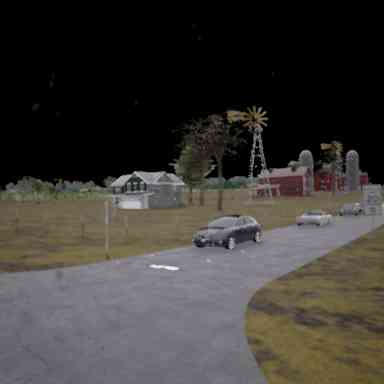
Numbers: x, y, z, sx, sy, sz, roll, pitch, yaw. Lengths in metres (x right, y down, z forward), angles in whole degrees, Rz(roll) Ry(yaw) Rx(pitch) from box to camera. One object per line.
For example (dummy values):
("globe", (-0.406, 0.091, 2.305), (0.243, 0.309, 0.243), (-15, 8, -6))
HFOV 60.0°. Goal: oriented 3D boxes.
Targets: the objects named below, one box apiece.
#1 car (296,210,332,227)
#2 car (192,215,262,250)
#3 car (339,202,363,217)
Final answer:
("car", (10.536, 2.269, 28.703), (1.895, 1.301, 4.718), (-3, -2, 36))
("car", (1.890, 1.940, 16.713), (1.837, 1.490, 4.892), (-3, -2, 36))
("car", (19.842, 2.110, 41.564), (2.097, 1.767, 4.553), (-3, -1, 36))
